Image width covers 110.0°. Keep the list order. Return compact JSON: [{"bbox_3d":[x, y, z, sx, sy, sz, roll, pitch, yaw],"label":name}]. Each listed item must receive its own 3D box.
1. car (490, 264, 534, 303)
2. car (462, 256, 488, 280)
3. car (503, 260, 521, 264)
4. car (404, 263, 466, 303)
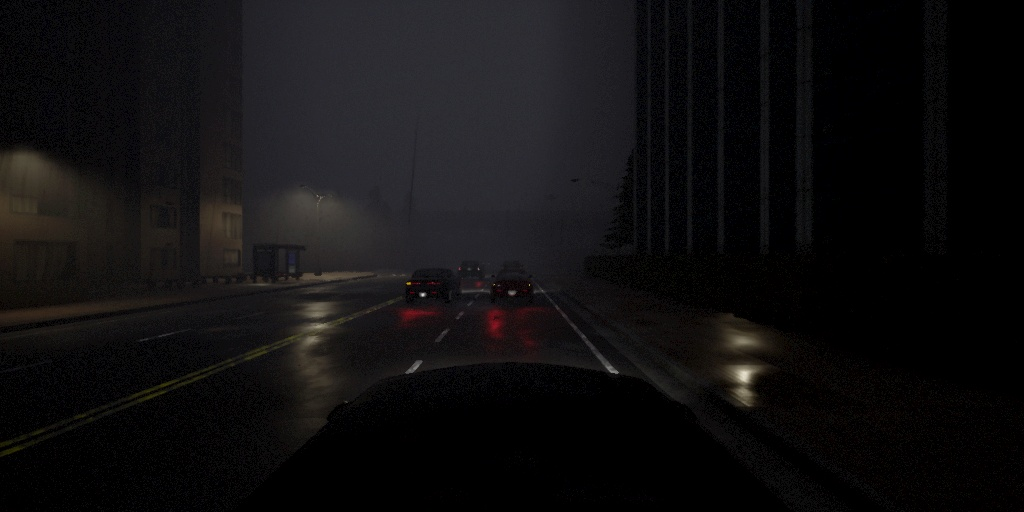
[{"bbox_3d":[0.000,1.282,16.500,1.812,1.442,4.674,0,0,0],"label":"car"},{"bbox_3d":[-3.500,1.115,31.470,2.097,1.767,4.553,0,0,0],"label":"car"},{"bbox_3d":[0.000,1.115,31.470,2.097,1.767,4.553,0,0,0],"label":"car"},{"bbox_3d":[-3.500,1.265,16.500,1.837,1.490,4.892,0,0,0],"label":"car"}]
